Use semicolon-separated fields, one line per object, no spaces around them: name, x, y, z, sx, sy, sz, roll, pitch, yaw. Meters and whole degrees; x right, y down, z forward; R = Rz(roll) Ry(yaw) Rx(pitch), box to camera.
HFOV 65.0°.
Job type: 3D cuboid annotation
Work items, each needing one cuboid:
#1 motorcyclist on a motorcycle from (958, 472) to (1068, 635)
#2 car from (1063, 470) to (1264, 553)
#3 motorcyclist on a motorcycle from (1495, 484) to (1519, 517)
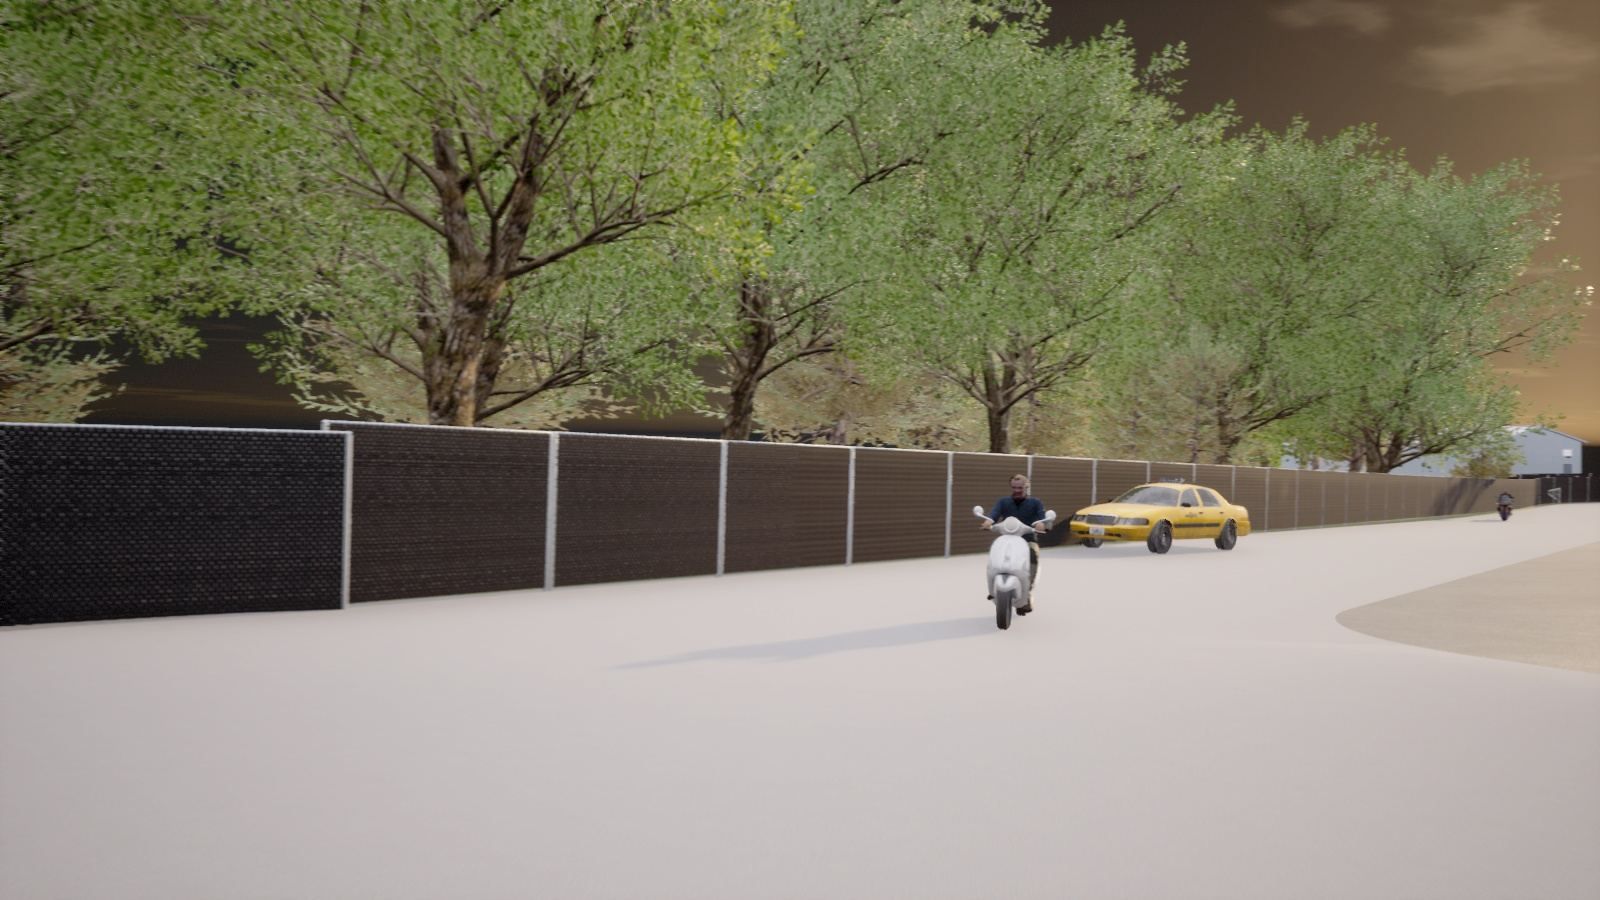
motorcyclist on a motorcycle;2.313;1.041;13.447;0.866;1.590;1.817;2;0;18
car;8.027;1.298;27.377;1.801;1.575;5.366;1;-1;45
motorcyclist on a motorcycle;33.894;2.420;60.182;0.866;1.530;2.191;1;0;32
